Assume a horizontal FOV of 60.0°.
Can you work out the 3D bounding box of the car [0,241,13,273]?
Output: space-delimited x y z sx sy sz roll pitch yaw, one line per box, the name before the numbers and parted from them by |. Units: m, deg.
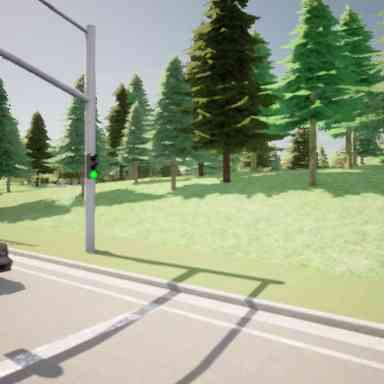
car | -6.906 1.507 8.923 5.357 1.411 2.033 0 0 36
